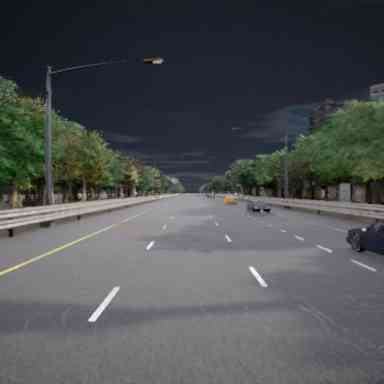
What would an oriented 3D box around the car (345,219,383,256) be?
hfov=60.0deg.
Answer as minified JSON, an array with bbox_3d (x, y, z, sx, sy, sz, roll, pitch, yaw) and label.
[{"bbox_3d":[6.995,1.548,10.723,2.033,1.411,5.357,0,0,0],"label":"car"}]

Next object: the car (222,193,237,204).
[{"bbox_3d":[6.985,1.505,61.877,1.882,1.535,5.008,0,0,0],"label":"car"}]

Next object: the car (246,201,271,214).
[{"bbox_3d":[6.988,1.604,35.483,1.895,1.301,4.718,0,0,0],"label":"car"}]
